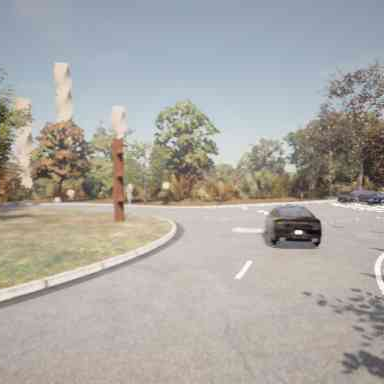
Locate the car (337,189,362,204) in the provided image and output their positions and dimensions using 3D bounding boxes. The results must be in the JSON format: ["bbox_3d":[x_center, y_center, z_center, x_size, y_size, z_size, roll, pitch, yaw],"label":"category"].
[{"bbox_3d":[18.823,0.434,36.865,5.357,1.411,2.033,-3,3,-16],"label":"car"}]

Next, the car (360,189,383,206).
[{"bbox_3d":[19.850,0.615,33.524,4.718,1.301,1.895,-3,3,-16],"label":"car"}]

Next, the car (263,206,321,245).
[{"bbox_3d":[4.310,1.341,14.782,1.882,1.535,5.008,1,0,8],"label":"car"}]
